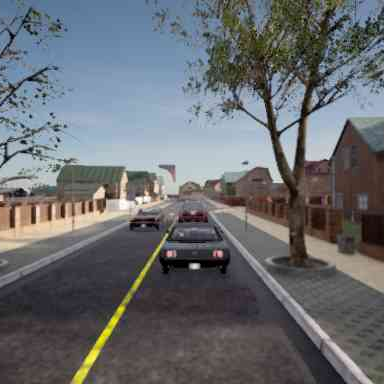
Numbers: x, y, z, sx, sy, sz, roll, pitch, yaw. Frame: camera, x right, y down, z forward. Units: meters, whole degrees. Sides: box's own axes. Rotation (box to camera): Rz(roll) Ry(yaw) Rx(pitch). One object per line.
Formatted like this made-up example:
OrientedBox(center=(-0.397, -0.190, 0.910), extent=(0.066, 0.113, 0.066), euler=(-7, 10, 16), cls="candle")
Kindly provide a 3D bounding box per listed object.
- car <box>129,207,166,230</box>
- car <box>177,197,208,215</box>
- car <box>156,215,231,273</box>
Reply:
OrientedBox(center=(-2.828, 1.691, 21.673), extent=(1.895, 1.301, 4.718), euler=(0, 0, 0), cls="car")
OrientedBox(center=(0.077, 1.454, 24.563), extent=(2.097, 1.767, 4.553), euler=(0, 0, 0), cls="car")
OrientedBox(center=(0.083, 1.646, 10.848), extent=(1.895, 1.301, 4.718), euler=(0, 0, 0), cls="car")
